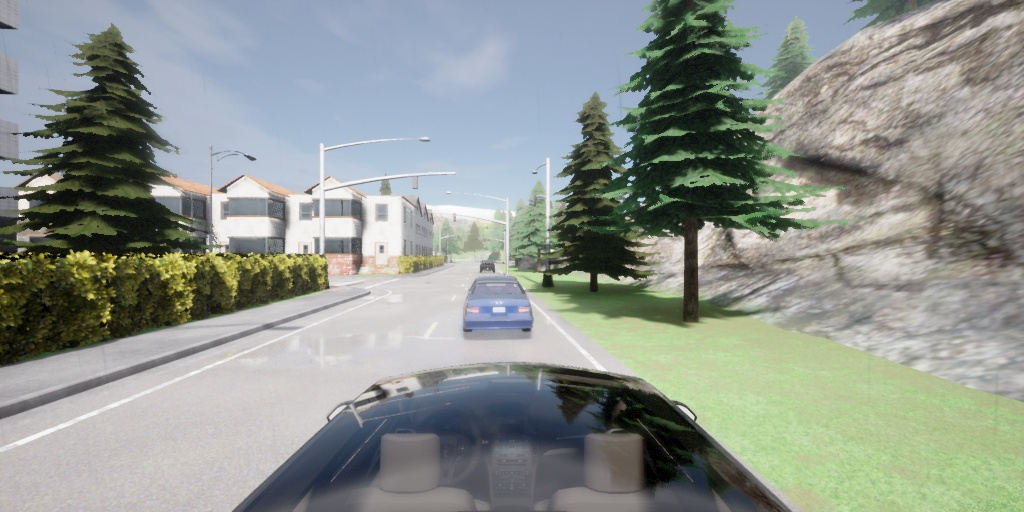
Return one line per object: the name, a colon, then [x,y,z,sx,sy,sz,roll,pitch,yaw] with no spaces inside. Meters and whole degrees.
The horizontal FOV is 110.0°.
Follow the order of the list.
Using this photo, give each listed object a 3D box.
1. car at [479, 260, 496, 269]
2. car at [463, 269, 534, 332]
car: [-3.062,1.254,44.471,1.837,1.490,4.892,0,0,-4]
car: [-0.483,1.297,10.840,2.033,1.411,5.357,0,0,-4]
